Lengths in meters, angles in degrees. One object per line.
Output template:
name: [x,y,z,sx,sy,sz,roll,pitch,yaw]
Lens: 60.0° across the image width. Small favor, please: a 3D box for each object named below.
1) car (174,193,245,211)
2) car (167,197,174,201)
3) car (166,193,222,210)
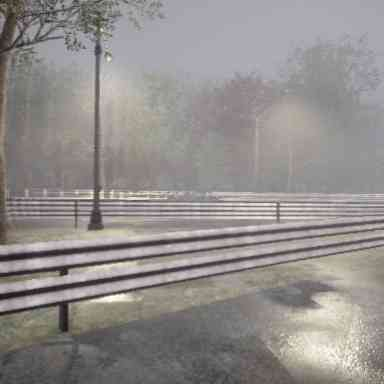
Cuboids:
car: [1.363,1.009,23.164,4.674,1.442,1.812,1,2,-10]
car: [0.729,0.858,26.603,4.902,1.511,2.128,1,2,-10]
car: [0.119,0.850,30.052,4.718,1.301,1.895,1,2,-10]
